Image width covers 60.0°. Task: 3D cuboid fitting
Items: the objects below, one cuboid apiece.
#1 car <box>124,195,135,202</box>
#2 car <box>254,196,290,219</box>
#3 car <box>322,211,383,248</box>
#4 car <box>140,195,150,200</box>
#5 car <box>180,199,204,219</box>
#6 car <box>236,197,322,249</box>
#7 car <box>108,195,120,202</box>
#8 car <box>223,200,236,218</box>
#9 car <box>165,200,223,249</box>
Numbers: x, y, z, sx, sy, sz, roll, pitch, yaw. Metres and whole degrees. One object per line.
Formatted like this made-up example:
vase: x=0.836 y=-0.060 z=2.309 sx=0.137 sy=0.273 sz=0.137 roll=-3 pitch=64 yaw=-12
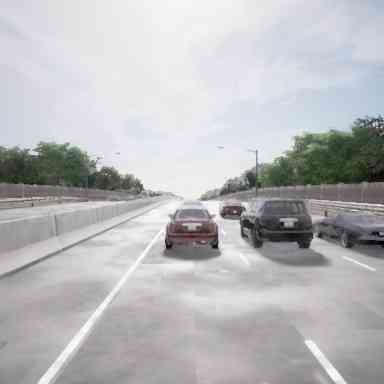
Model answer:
car: x=-13.999 y=1.500 z=74.964 sx=2.128 sy=1.511 sz=4.902 roll=0 pitch=-1 yaw=0
car: x=7.000 y=1.324 z=29.626 sx=2.097 sy=1.767 sz=4.553 roll=0 pitch=0 yaw=0
car: x=7.000 y=1.561 z=14.653 sx=2.033 sy=1.411 sz=5.357 roll=0 pitch=0 yaw=0
car: x=-10.499 y=1.452 z=74.964 sx=1.882 sy=1.535 sz=5.008 roll=0 pitch=-1 yaw=0
car: x=0.000 y=1.443 z=29.656 sx=1.882 sy=1.535 sz=5.008 roll=0 pitch=0 yaw=0
car: x=3.500 y=1.255 z=14.685 sx=2.150 sy=2.045 sz=5.566 roll=0 pitch=0 yaw=0
car: x=-17.499 y=1.474 z=74.964 sx=1.837 sy=1.490 sz=4.892 roll=0 pitch=-1 yaw=0
car: x=3.500 y=1.443 z=29.656 sx=1.882 sy=1.535 sz=5.008 roll=0 pitch=0 yaw=0
car: x=0.000 y=1.363 z=14.624 sx=2.097 sy=1.767 sz=4.553 roll=0 pitch=0 yaw=0
